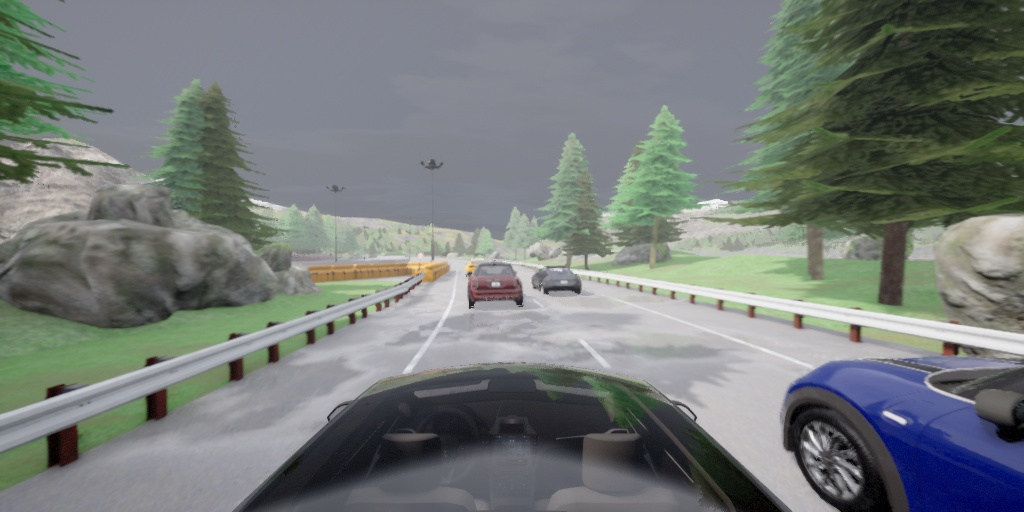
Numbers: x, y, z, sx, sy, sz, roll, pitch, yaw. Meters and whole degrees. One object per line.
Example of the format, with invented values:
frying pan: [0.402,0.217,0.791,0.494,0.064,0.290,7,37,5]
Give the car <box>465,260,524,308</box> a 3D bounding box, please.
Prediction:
car: [-0.800,1.033,15.158,2.097,1.767,4.553,-1,0,-6]

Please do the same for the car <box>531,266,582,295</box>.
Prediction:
car: [2.247,1.195,19.034,1.994,1.385,4.181,-1,0,-7]

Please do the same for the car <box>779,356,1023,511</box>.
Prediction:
car: [3.489,1.072,1.397,2.097,1.767,4.553,-1,0,0]
